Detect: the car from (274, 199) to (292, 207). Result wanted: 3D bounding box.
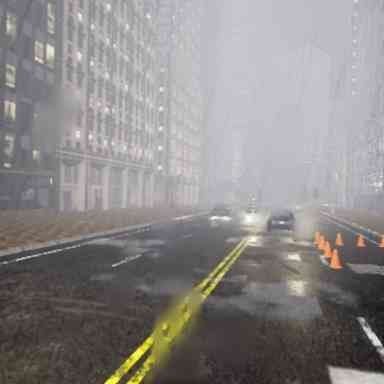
[{"bbox_3d":[12.870,2.017,46.981,2.150,2.045,5.566,1,0,15],"label":"car"}]

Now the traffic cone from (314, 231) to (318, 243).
[{"bbox_3d":[6.362,2.287,16.845,0.340,0.580,0.340,1,-1,15],"label":"traffic cone"}]

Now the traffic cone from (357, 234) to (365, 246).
[{"bbox_3d":[8.289,2.332,16.312,0.340,0.580,0.340,1,-1,15],"label":"traffic cone"}]

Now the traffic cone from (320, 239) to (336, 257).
[{"bbox_3d":[5.297,2.222,12.991,0.340,0.580,0.340,1,-1,15],"label":"traffic cone"}]

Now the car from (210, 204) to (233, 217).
[{"bbox_3d":[3.448,2.027,38.006,1.994,1.385,4.181,1,-1,16],"label":"car"}]

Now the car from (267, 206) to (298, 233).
[{"bbox_3d":[6.265,1.954,23.102,1.994,1.385,4.181,1,-1,15],"label":"car"}]

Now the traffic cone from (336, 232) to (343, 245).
[{"bbox_3d":[7.325,2.310,16.578,0.340,0.580,0.340,1,-1,15],"label":"traffic cone"}]

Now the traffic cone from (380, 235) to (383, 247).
[{"bbox_3d":[9.252,2.355,16.045,0.340,0.580,0.340,1,-1,15],"label":"traffic cone"}]

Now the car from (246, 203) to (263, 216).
[{"bbox_3d":[7.986,2.115,42.181,2.128,1.511,4.902,1,-1,16],"label":"car"}]

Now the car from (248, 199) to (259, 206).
[{"bbox_3d":[14.311,2.432,76.985,2.033,1.411,5.357,1,-1,15],"label":"car"}]

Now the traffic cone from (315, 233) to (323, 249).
[{"bbox_3d":[5.830,2.255,14.918,0.340,0.580,0.340,1,-1,15],"label":"traffic cone"}]

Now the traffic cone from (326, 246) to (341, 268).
[{"bbox_3d":[4.765,2.189,11.063,0.340,0.580,0.340,1,-1,15],"label":"traffic cone"}]
